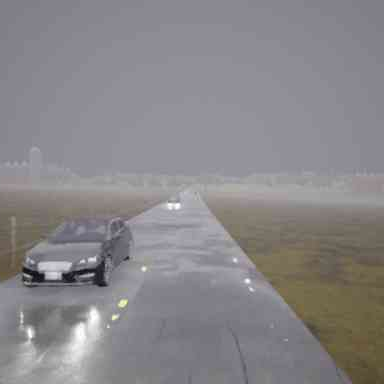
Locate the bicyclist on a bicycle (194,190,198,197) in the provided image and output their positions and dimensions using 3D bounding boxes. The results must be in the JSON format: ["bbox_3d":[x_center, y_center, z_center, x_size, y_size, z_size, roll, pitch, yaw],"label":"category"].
[{"bbox_3d":[0.921,0.293,81.156,0.866,1.612,1.509,0,1,0],"label":"bicyclist on a bicycle"}]

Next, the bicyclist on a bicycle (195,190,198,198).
[{"bbox_3d":[0.875,0.429,72.080,0.659,1.776,1.843,0,2,0],"label":"bicyclist on a bicycle"}]

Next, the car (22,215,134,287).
[{"bbox_3d":[-2.851,1.446,9.282,2.128,1.511,4.902,0,0,0],"label":"car"}]

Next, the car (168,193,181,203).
[{"bbox_3d":[-2.770,0.932,52.212,2.128,1.511,4.902,0,1,1],"label":"car"}]
